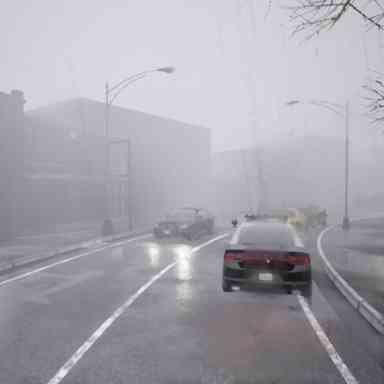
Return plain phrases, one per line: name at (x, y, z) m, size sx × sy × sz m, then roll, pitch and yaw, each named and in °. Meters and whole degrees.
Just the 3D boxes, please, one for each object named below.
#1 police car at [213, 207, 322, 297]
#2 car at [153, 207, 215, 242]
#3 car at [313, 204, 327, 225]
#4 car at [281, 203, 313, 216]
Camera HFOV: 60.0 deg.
police car at (1.973, 1.427, 8.902) m, size 1.930 × 1.638 × 5.238 m, roll 0°, pitch 0°, yaw 12°
car at (-0.210, 1.497, 16.707) m, size 1.812 × 1.442 × 4.674 m, roll 0°, pitch 0°, yaw 23°
car at (7.775, 1.535, 22.480) m, size 1.837 × 1.490 × 4.892 m, roll 1°, pitch 0°, yaw 34°
car at (5.078, 1.469, 17.783) m, size 1.801 × 1.575 × 5.366 m, roll 1°, pitch 0°, yaw 26°
